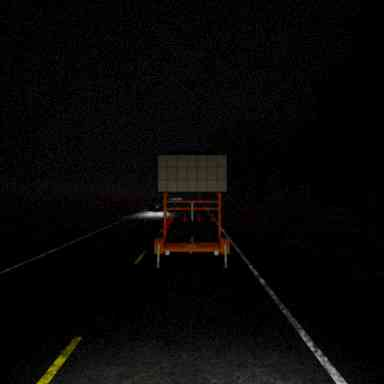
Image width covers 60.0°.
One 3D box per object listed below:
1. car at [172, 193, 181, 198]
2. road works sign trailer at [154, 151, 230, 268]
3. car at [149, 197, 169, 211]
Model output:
[{"bbox_3d":[-3.490,0.595,77.552,2.128,1.511,4.902,0,2,0],"label":"car"},{"bbox_3d":[0.013,0.441,11.211,2.380,3.560,2.880,0,0,1],"label":"road works sign trailer"},{"bbox_3d":[-3.594,1.278,36.962,2.128,1.511,4.902,0,1,0],"label":"car"}]
